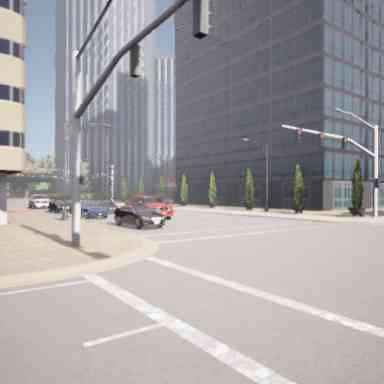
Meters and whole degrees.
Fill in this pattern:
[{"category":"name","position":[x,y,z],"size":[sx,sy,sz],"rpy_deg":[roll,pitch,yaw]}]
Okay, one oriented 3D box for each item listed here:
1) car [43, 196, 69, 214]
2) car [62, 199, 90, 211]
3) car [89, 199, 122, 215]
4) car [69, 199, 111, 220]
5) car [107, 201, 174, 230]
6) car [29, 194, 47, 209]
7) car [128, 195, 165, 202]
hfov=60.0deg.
[{"category":"car","position":[-14.948,1.589,37.924],"size":[2.128,1.511,4.902],"rpy_deg":[0,0,-36]},{"category":"car","position":[-15.691,1.655,44.901],"size":[2.033,1.411,5.357],"rpy_deg":[0,0,-36]},{"category":"car","position":[-9.588,1.607,36.504],"size":[1.837,1.490,4.892],"rpy_deg":[0,0,-36]},{"category":"car","position":[-9.161,1.570,29.971],"size":[1.882,1.535,5.008],"rpy_deg":[0,0,-36]},{"category":"car","position":[-3.566,1.578,22.291],"size":[2.128,1.511,4.902],"rpy_deg":[0,0,-36]},{"category":"car","position":[-21.437,1.324,46.904],"size":[2.150,2.045,5.566],"rpy_deg":[0,0,-36]},{"category":"car","position":[-3.758,1.317,28.490],"size":[2.150,2.045,5.566],"rpy_deg":[0,0,-36]}]
